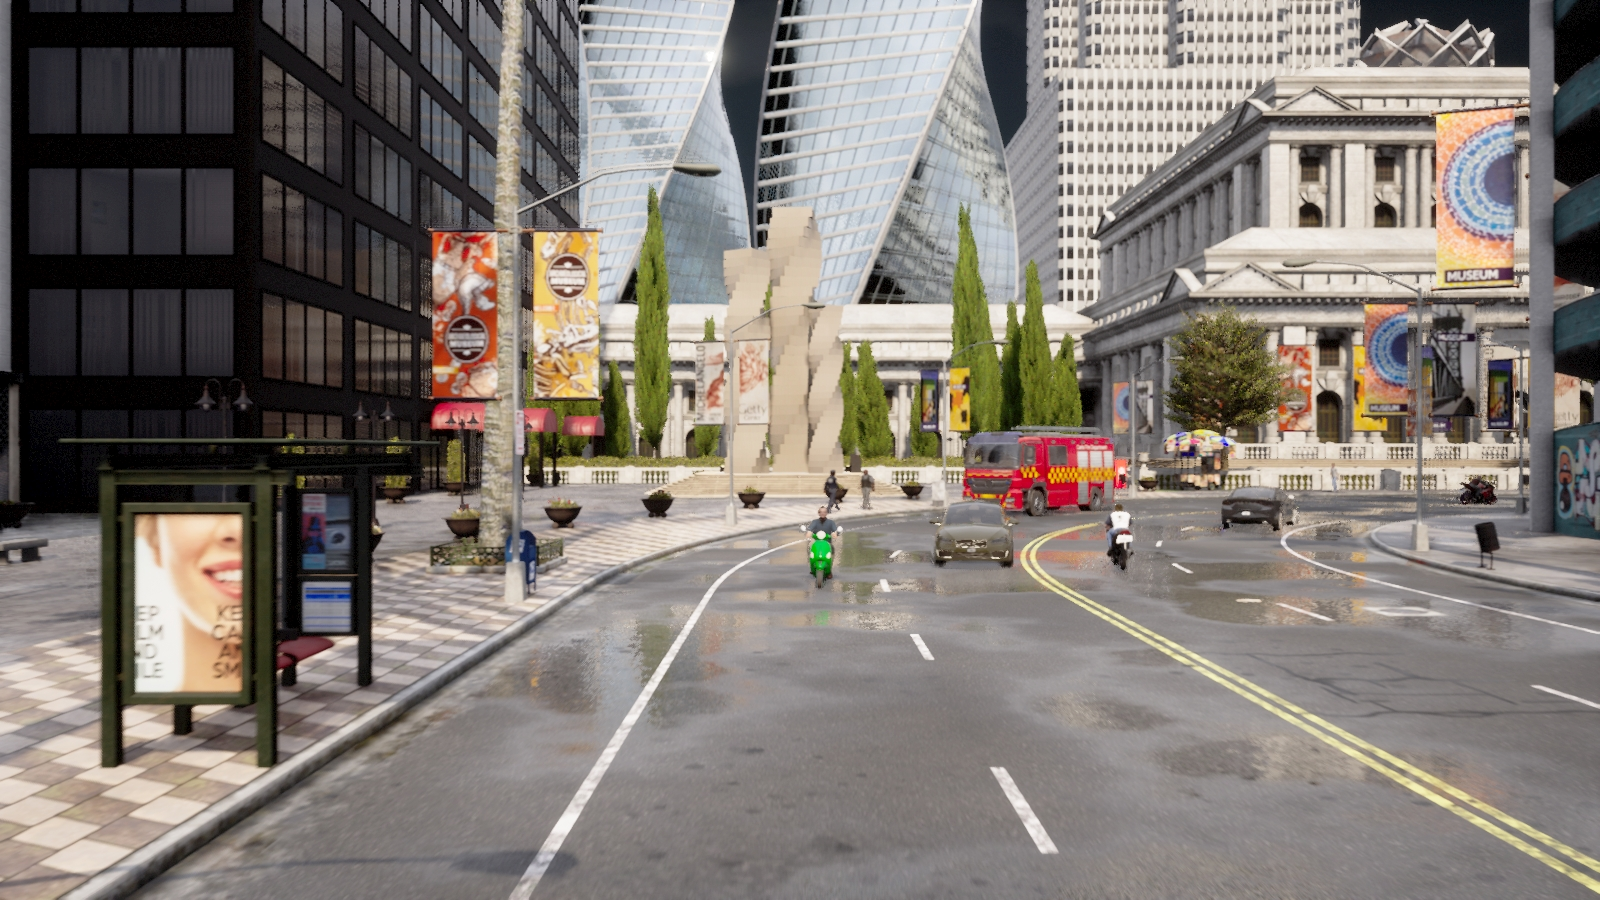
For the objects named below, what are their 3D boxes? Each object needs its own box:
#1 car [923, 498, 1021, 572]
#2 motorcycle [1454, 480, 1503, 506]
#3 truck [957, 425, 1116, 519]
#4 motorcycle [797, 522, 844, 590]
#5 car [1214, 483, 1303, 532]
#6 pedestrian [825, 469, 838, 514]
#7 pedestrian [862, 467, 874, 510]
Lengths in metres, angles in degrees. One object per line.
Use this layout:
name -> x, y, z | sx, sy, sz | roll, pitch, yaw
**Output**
car -> 4.406, 2.061, 28.767 | 2.231, 1.480, 4.892 | 0, 0, 11
motorcycle -> 34.643, 2.205, 58.335 | 2.209, 1.251, 0.867 | 0, 1, -16
truck -> 10.542, 0.890, 50.225 | 2.891, 3.827, 8.468 | 0, 0, 43
motorcycle -> 0.443, 2.182, 23.757 | 0.856, 1.236, 1.805 | 1, 0, 4
car -> 16.690, 2.034, 41.432 | 2.097, 1.535, 5.006 | 0, 0, 32
pedestrian -> 1.289, 1.698, 47.158 | 0.375, 1.860, 0.375 | 0, 0, 43
pedestrian -> 2.965, 1.697, 49.964 | 0.375, 1.860, 0.375 | 0, 0, 41
